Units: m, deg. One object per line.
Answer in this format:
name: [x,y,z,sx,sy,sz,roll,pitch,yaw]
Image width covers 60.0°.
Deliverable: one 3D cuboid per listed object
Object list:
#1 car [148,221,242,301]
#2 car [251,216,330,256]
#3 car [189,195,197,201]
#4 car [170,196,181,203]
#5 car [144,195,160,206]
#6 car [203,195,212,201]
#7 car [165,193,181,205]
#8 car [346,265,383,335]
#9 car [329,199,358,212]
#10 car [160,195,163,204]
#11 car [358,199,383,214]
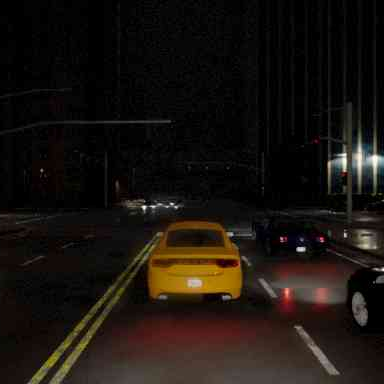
car: [0.074,1.478,8.423,1.882,1.535,5.008,0,0,1]
car: [3.612,1.601,13.184,1.895,1.301,4.718,0,0,0]
car: [0.186,1.367,80.118,1.994,1.385,4.181,0,0,0]
car: [-3.350,1.564,68.376,1.994,1.385,4.181,0,0,1]
car: [-6.957,1.505,56.071,1.837,1.490,4.892,0,0,0]
car: [3.684,1.429,79.570,1.837,1.490,4.892,0,0,0]
car: [-3.435,1.221,59.017,2.150,2.045,5.566,0,0,0]
car: [3.609,1.505,3.912,1.837,1.490,4.892,0,0,0]
car: [19.011,1.547,38.890,5.357,1.411,2.033,0,0,0]
car: [-6.887,1.352,65.258,2.097,1.767,4.553,0,0,1]
car: [20.928,1.491,35.407,4.902,1.511,2.128,0,0,-1]
